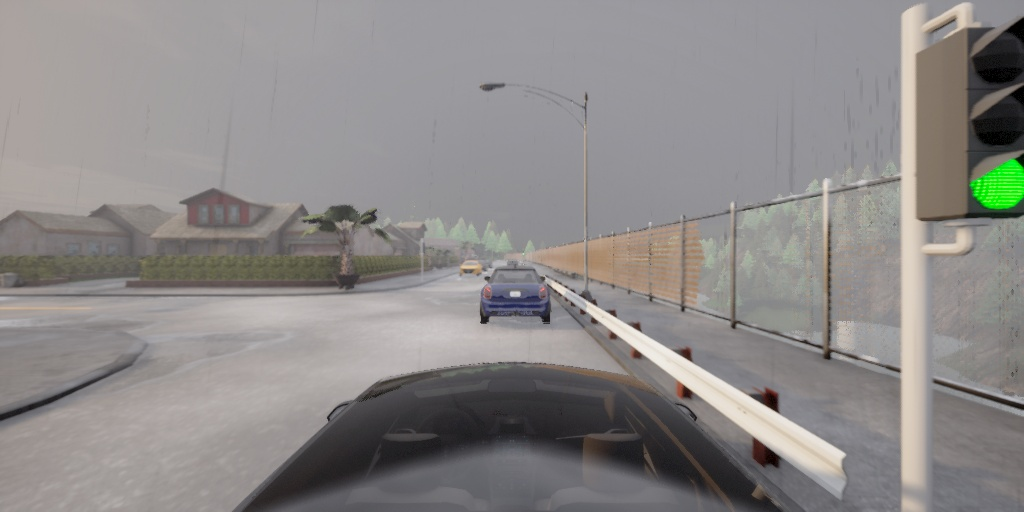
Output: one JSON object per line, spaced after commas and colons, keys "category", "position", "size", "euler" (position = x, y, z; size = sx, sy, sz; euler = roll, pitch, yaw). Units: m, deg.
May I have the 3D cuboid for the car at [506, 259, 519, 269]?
{"category": "car", "position": [0.086, 1.203, 56.368], "size": [1.837, 1.490, 4.892], "euler": [0, 0, 0]}

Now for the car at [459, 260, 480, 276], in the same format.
{"category": "car", "position": [-4.105, 1.195, 36.234], "size": [1.882, 1.535, 5.008], "euler": [0, 0, 0]}

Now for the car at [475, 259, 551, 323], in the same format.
{"category": "car", "position": [0.095, 1.092, 12.242], "size": [2.097, 1.767, 4.553], "euler": [0, 0, 0]}

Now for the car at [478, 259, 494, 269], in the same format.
{"category": "car", "position": [-4.015, 1.245, 56.309], "size": [2.033, 1.411, 5.357], "euler": [0, 0, 0]}

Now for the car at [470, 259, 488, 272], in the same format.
{"category": "car", "position": [-4.088, 1.213, 45.684], "size": [1.837, 1.490, 4.892], "euler": [0, 0, 0]}
